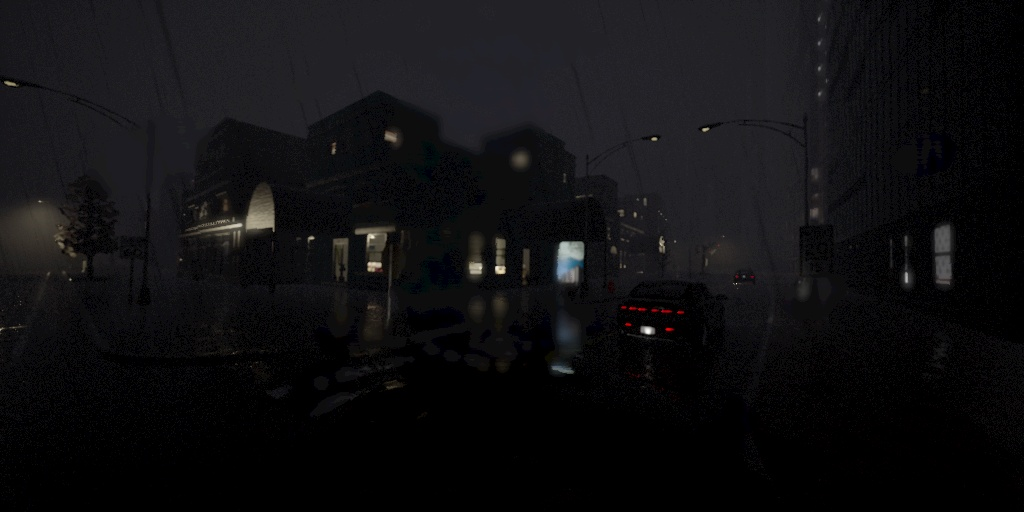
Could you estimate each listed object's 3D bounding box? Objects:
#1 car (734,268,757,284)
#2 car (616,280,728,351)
[{"bbox_3d":[23.977,2.111,36.948,2.033,1.411,5.357,0,-1,34],"label":"car"},{"bbox_3d":[4.344,1.372,9.506,1.837,1.490,4.892,0,-1,37],"label":"car"}]
